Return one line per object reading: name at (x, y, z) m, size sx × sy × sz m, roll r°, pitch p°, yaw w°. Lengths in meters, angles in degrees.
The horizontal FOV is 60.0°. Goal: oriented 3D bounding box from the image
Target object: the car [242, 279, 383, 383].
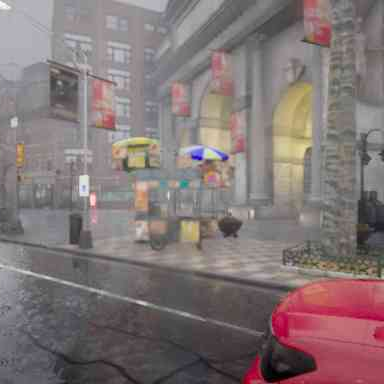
car at (3.060, 1.220, 1.783) m, size 5.566 × 2.045 × 2.150 m, roll 0°, pitch 0°, yaw 35°
